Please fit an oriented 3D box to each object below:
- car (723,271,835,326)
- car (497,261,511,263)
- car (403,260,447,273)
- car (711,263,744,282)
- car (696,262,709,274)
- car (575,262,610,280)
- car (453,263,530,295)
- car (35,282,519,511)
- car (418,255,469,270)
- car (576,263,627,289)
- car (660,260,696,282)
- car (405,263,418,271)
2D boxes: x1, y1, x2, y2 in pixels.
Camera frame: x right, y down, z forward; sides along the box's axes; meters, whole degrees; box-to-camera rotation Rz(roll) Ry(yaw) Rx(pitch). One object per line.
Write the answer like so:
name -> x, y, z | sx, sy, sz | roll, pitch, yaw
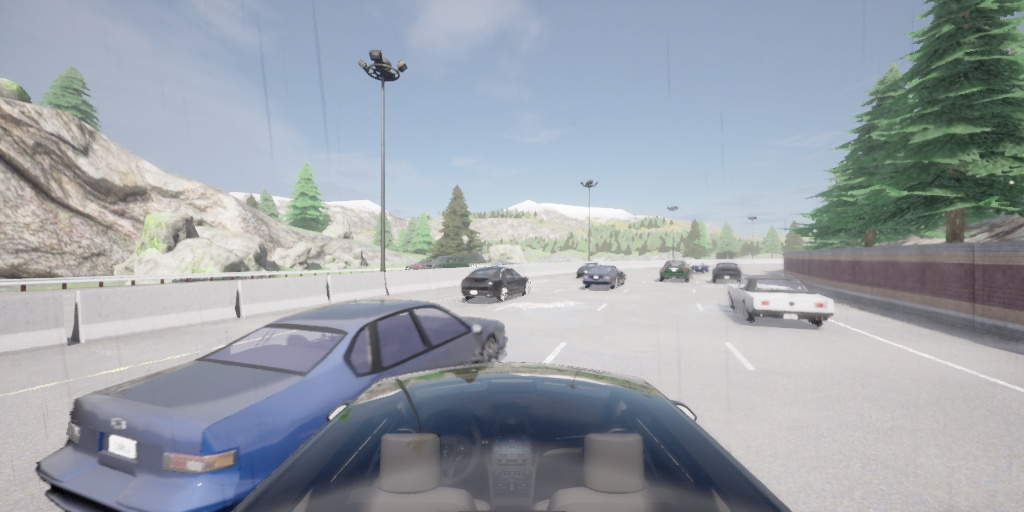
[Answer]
car -> 8.486, 1.350, 11.824 | 1.895, 1.301, 4.718 | 0, 0, 23
car -> -1.208, 1.292, 39.205 | 2.033, 1.411, 5.357 | 0, 0, 32
car -> -10.571, 1.291, 44.009 | 2.033, 1.411, 5.357 | 0, 0, 31
car -> 16.635, 1.252, 27.743 | 1.837, 1.490, 4.892 | 0, 0, 31
car -> 21.044, 1.347, 40.600 | 1.895, 1.301, 4.718 | 0, 0, 36
car -> 7.416, 1.310, 32.728 | 1.994, 1.385, 4.181 | 0, 0, 31
car -> -0.630, 1.253, 17.119 | 1.837, 1.490, 4.892 | 0, 0, 23
car -> -1.742, 1.297, 4.729 | 2.033, 1.411, 5.357 | 0, 0, 19
car -> -6.647, 0.966, 36.832 | 2.150, 2.045, 5.566 | 0, 0, 30
car -> 6.082, 1.294, 23.217 | 2.033, 1.411, 5.357 | 0, 0, 27
car -> 13.412, 1.099, 29.105 | 2.097, 1.767, 4.553 | 0, 0, 30
car -> -9.227, 1.096, 39.288 | 2.097, 1.767, 4.553 | 0, 0, 30
